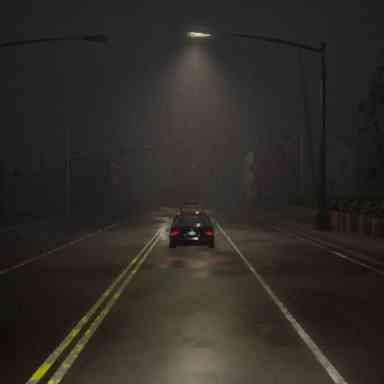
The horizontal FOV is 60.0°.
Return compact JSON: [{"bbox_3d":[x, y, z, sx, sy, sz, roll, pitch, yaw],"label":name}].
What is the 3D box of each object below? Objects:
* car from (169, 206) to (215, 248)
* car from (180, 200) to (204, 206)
[{"bbox_3d":[0.000,1.561,14.650,2.033,1.411,5.357,0,0,0],"label":"car"},{"bbox_3d":[0.000,1.483,29.650,1.882,1.535,5.008,0,0,0],"label":"car"}]
